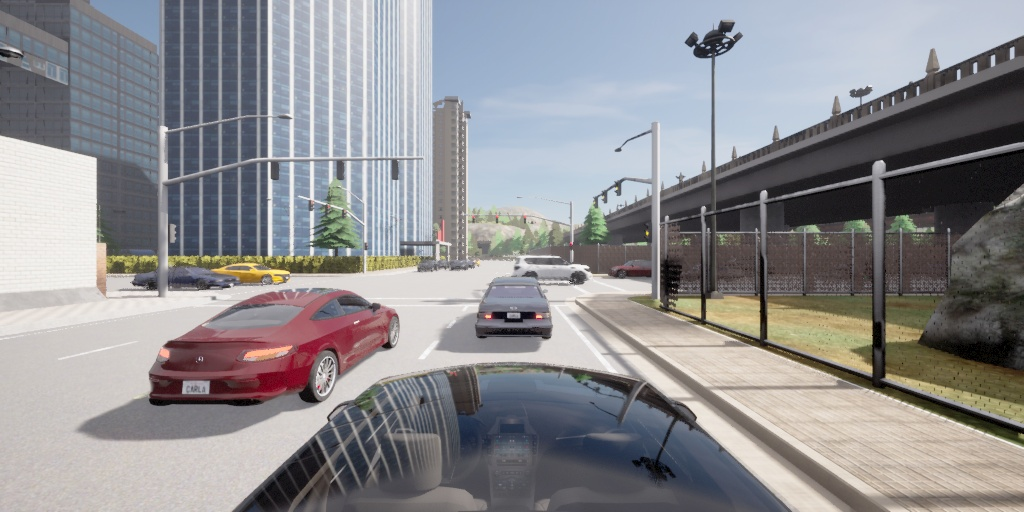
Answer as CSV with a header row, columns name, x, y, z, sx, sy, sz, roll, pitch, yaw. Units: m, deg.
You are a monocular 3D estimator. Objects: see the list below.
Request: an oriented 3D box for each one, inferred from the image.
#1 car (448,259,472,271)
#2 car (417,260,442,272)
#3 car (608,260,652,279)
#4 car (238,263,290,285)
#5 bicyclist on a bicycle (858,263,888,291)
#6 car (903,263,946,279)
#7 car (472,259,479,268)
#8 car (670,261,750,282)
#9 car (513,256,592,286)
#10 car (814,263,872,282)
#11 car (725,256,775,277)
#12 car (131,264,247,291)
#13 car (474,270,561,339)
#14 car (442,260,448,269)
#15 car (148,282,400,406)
name,x,y,z,sx,sy,sz,roll,pitch,yaw
car,-7.186,1.314,49.565,1.994,1.385,4.181,0,0,0
car,-10.685,1.255,45.791,1.837,1.490,4.892,0,0,0
car,11.196,1.157,32.746,4.553,1.767,2.097,0,0,2
car,-18.525,1.283,25.469,5.008,1.535,1.882,0,0,-2
bicyclist on a bicycle,18.264,1.106,18.231,0.582,1.620,1.656,0,0,0
car,39.280,1.353,32.773,5.357,1.411,2.033,0,0,0
car,-7.193,1.297,58.802,2.033,1.411,5.357,0,0,0
car,15.835,1.353,29.203,5.357,1.411,2.033,0,0,0
car,2.776,0.995,25.449,5.566,2.045,2.150,0,0,0
car,27.442,1.298,29.248,4.902,1.511,2.128,0,0,0
car,20.772,1.026,32.724,5.566,2.045,2.150,0,0,0
car,-19.776,1.353,21.850,5.357,1.411,2.033,0,0,0
car,0.078,1.297,10.052,2.033,1.411,5.357,0,0,1
car,-10.700,1.276,55.030,1.812,1.442,4.674,0,0,0
car,-3.450,1.276,6.231,1.812,1.442,4.674,0,0,0
